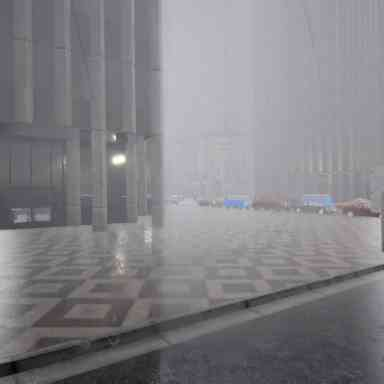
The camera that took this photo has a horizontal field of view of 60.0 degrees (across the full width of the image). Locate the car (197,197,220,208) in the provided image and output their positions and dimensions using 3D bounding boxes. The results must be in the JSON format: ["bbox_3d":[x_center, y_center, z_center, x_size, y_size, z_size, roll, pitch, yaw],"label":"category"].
[{"bbox_3d":[2.582,1.372,46.843,1.967,1.590,4.097,-1,1,-36],"label":"car"}]

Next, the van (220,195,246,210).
[{"bbox_3d":[5.798,1.295,42.351,1.690,1.788,3.998,-1,1,-36],"label":"van"}]

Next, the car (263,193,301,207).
[{"bbox_3d":[12.742,1.131,47.305,2.192,1.841,5.009,-1,1,-36],"label":"car"}]

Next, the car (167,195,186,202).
[{"bbox_3d":[-3.334,1.258,69.771,2.008,1.369,4.403,-1,1,-36],"label":"car"}]

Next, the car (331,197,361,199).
[{"bbox_3d":[19.075,1.385,38.461,1.752,1.417,4.829,-1,1,-36],"label":"car"}]

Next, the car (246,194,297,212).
[{"bbox_3d":[9.016,1.291,37.858,2.192,1.841,5.009,-1,1,-36],"label":"car"}]

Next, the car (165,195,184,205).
[{"bbox_3d":[-3.853,1.439,55.828,2.008,1.369,4.403,-1,1,-36],"label":"car"}]

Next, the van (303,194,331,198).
[{"bbox_3d":[15.958,1.179,42.813,1.690,1.788,3.998,-1,1,-36],"label":"van"}]

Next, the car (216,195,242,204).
[{"bbox_3d":[6.214,1.297,56.431,1.752,1.417,4.829,-1,1,-36],"label":"car"}]

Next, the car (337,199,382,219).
[{"bbox_3d":[15.453,1.567,28.877,1.887,1.381,4.507,-1,1,-36],"label":"car"}]

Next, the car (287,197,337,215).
[{"bbox_3d":[12.235,1.549,33.369,2.008,1.369,4.403,-1,1,-36],"label":"car"}]
